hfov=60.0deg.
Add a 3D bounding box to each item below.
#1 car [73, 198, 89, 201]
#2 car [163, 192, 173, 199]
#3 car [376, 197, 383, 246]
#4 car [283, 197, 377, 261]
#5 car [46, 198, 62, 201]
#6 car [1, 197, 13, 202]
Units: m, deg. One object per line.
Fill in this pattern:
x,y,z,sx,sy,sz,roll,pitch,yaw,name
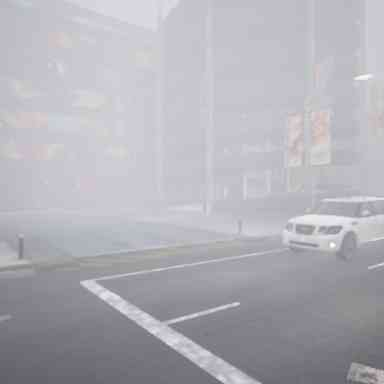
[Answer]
-19.028,1.536,57.200,1.895,1.301,4.718,0,0,-36,car
-4.595,1.068,68.800,2.435,2.045,5.566,0,0,-36,car
7.934,1.205,9.758,5.566,2.045,2.150,0,0,-36,car
5.874,1.212,12.588,5.566,2.045,2.150,0,0,-36,car
-18.104,1.385,43.274,2.002,1.452,4.674,0,0,-36,car
-28.633,1.509,50.683,2.161,1.482,4.786,0,0,-36,car
